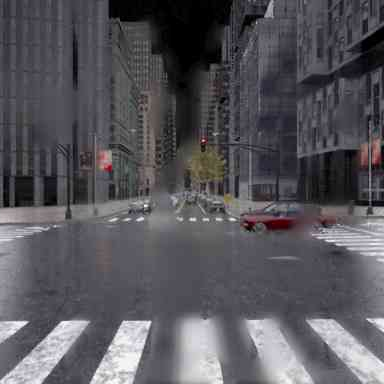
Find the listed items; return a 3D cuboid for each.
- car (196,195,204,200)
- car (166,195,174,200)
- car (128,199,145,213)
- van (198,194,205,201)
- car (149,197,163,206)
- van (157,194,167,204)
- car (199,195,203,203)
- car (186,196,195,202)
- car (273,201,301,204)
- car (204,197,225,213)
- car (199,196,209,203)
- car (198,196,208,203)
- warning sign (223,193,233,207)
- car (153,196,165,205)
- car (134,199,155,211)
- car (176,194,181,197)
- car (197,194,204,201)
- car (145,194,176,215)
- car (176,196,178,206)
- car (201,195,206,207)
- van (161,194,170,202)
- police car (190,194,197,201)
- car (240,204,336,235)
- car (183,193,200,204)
[{"bbox_3d":[2.302,1.593,94.323,2.008,1.369,4.403,0,0,0],"label":"car"},{"bbox_3d":[-6.220,1.624,93.789,1.802,1.307,4.206,0,0,0],"label":"car"},{"bbox_3d":[-5.858,1.556,36.334,2.008,1.369,4.403,0,0,0],"label":"car"},{"bbox_3d":[2.368,1.373,83.745,1.690,1.788,3.998,0,0,0],"label":"van"},{"bbox_3d":[-5.981,1.579,55.898,1.947,1.339,4.313,0,0,0],"label":"car"},{"bbox_3d":[-6.050,1.360,66.724,1.690,1.788,3.998,0,0,0],"label":"van"},{"bbox_3d":[2.564,1.562,52.718,2.008,1.369,4.403,0,0,0],"label":"car"},{"bbox_3d":[-0.334,1.549,74.858,1.812,1.442,4.674,0,0,0],"label":"car"},{"bbox_3d":[5.592,1.382,20.902,5.008,1.535,1.882,-2,1,0],"label":"car"},{"bbox_3d":[2.667,1.556,36.385,2.008,1.369,4.403,0,0,0],"label":"car"},{"bbox_3d":[2.467,1.545,68.048,1.752,1.417,4.829,0,0,0],"label":"car"},{"bbox_3d":[2.435,1.589,73.168,1.947,1.339,4.313,0,0,0],"label":"car"},{"bbox_3d":[4.918,1.123,45.475,1.300,1.860,1.060,0,0,0],"label":"warning sign"},{"bbox_3d":[-6.014,1.541,61.141,1.752,1.417,4.829,0,0,0],"label":"car"},{"bbox_3d":[-5.889,1.557,41.326,2.008,1.369,4.403,0,0,0],"label":"car"},{"bbox_3d":[-3.293,1.538,54.640,1.812,1.442,4.674,0,0,0],"label":"car"},{"bbox_3d":[2.502,1.567,62.589,2.008,1.369,4.403,0,0,0],"label":"car"},{"bbox_3d":[-3.178,1.226,34.646,2.150,2.045,5.566,0,0,0],"label":"car"},{"bbox_3d":[-3.241,1.608,44.598,1.895,1.301,4.718,0,0,0],"label":"car"},{"bbox_3d":[2.598,1.553,47.273,1.887,1.381,4.507,0,0,0],"label":"car"},{"bbox_3d":[-6.118,1.368,77.551,1.690,1.788,3.998,0,0,0],"label":"van"},{"bbox_3d":[0.465,1.463,90.560,1.930,1.638,5.238,0,0,0],"label":"police car"},{"bbox_3d":[4.938,1.499,17.666,4.718,1.301,1.895,-2,0,0],"label":"car"},{"bbox_3d":[-0.160,1.507,62.953,2.128,1.511,4.902,0,0,0],"label":"car"}]
